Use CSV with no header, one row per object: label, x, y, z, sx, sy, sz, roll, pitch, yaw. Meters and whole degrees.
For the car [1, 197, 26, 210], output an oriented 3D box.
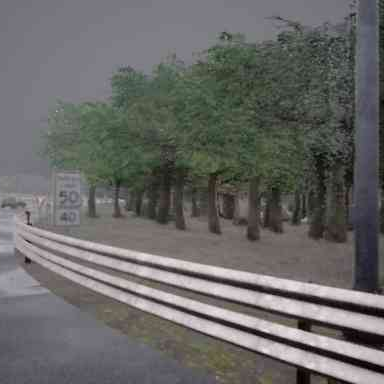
car,-29.850,1.833,55.778,2.150,2.045,5.566,1,-1,-7
